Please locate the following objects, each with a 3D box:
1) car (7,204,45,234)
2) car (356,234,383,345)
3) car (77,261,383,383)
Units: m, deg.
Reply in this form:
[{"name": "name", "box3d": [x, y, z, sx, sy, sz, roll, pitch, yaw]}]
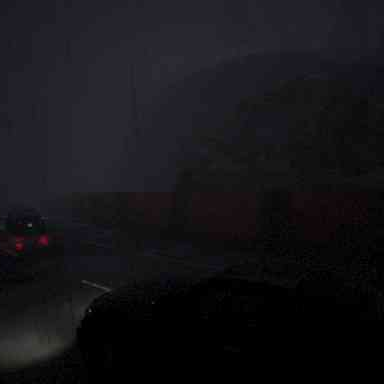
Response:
[{"name": "car", "box3d": [-10.633, 1.750, 21.189, 1.812, 1.442, 4.674, 0, -1, -33]}, {"name": "car", "box3d": [5.321, 1.535, 4.409, 5.357, 1.411, 2.033, -1, 0, 36]}, {"name": "car", "box3d": [0.680, 1.544, 3.725, 4.674, 1.442, 1.812, 0, 0, 37]}]
